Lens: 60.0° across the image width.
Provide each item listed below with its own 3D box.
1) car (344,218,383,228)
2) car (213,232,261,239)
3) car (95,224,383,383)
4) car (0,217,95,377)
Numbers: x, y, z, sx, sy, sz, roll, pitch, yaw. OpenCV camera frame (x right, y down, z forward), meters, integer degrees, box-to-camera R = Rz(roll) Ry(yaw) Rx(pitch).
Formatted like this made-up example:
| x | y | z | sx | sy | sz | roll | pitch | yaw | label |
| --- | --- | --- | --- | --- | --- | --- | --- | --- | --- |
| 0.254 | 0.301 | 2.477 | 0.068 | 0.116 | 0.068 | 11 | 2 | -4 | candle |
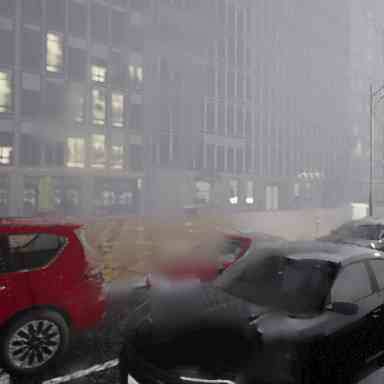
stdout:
| x | y | z | sx | sy | sz | roll | pitch | yaw | label |
| --- | --- | --- | --- | --- | --- | --- | --- | --- | --- |
| 5.650 | 1.547 | 10.578 | 4.313 | 1.339 | 1.947 | 0 | 1 | -35 | car |
| 1.051 | 1.573 | 7.300 | 4.206 | 1.307 | 1.802 | 0 | 1 | -35 | car |
| 1.514 | 1.471 | 4.451 | 5.008 | 1.535 | 1.882 | 0 | 0 | -35 | car |
| -3.544 | 1.317 | 4.020 | 5.009 | 1.841 | 2.192 | 0 | 1 | -35 | car |
